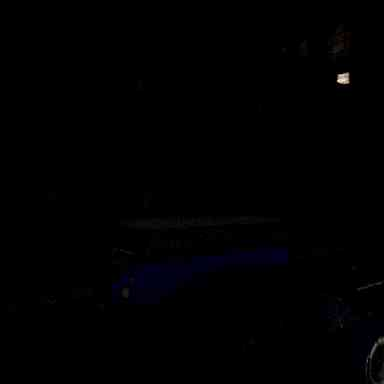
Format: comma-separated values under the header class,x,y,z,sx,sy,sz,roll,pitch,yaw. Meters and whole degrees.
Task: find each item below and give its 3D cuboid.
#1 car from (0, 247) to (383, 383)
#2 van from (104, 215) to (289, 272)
class,x,y,z,sx,sy,sz,roll,pitch,yaw
car,0.537,1.625,3.761,4.718,1.301,1.895,1,0,-36
van,0.212,1.379,6.712,3.998,1.788,1.690,1,0,-36
